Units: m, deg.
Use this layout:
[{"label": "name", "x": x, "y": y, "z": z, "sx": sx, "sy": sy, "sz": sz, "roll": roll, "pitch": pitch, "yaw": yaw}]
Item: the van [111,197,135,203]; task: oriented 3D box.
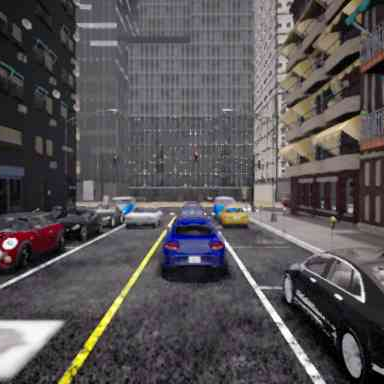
[{"label": "van", "x": -5.719, "y": 1.300, "z": 27.602, "sx": 1.690, "sy": 1.788, "sz": 3.998, "roll": -1, "pitch": 0, "yaw": 0}]

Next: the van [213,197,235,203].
[{"label": "van", "x": 2.661, "y": 1.300, "z": 27.578, "sx": 1.690, "sy": 1.788, "sz": 3.998, "roll": -1, "pitch": 0, "yaw": 0}]

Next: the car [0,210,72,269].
[{"label": "car", "x": -5.707, "y": 1.423, "z": 10.797, "sx": 1.967, "sy": 1.590, "sz": 4.097, "roll": -1, "pitch": 0, "yaw": 0}]

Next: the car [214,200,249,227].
[{"label": "car", "x": 2.668, "y": 1.492, "z": 22.147, "sx": 1.752, "sy": 1.417, "sz": 4.829, "roll": -1, "pitch": 0, "yaw": 0}]

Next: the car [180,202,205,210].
[{"label": "car", "x": 0.047, "y": 1.508, "z": 25.905, "sx": 2.033, "sy": 1.411, "sz": 5.357, "roll": 0, "pitch": 0, "yaw": 1}]

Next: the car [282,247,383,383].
[{"label": "car", "x": 2.679, "y": 1.543, "z": 5.172, "sx": 2.008, "sy": 1.369, "sz": 4.403, "roll": -1, "pitch": 0, "yaw": 0}]

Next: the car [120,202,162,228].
[{"label": "car", "x": -3.092, "y": 1.568, "z": 21.859, "sx": 1.895, "sy": 1.301, "sz": 4.718, "roll": 0, "pitch": 0, "yaw": 0}]

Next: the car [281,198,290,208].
[{"label": "car", "x": 15.210, "y": 1.277, "z": 46.917, "sx": 5.009, "sy": 1.841, "sz": 2.192, "roll": 0, "pitch": 1, "yaw": 0}]

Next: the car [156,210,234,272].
[{"label": "car", "x": 0.035, "y": 1.509, "z": 10.578, "sx": 1.812, "sy": 1.442, "sz": 4.674, "roll": 0, "pitch": 0, "yaw": -1}]

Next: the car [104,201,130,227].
[{"label": "car", "x": -5.713, "y": 1.517, "z": 22.001, "sx": 2.008, "sy": 1.369, "sz": 4.403, "roll": -1, "pitch": 0, "yaw": 0}]

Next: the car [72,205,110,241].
[{"label": "car", "x": -5.709, "y": 1.541, "z": 16.398, "sx": 1.947, "sy": 1.339, "sz": 4.313, "roll": -1, "pitch": 0, "yaw": 0}]
